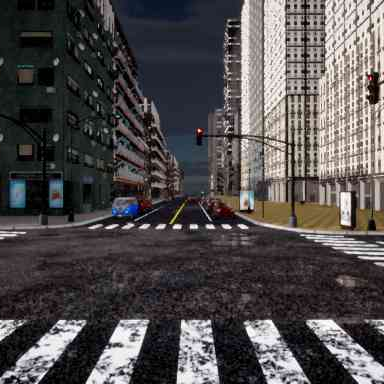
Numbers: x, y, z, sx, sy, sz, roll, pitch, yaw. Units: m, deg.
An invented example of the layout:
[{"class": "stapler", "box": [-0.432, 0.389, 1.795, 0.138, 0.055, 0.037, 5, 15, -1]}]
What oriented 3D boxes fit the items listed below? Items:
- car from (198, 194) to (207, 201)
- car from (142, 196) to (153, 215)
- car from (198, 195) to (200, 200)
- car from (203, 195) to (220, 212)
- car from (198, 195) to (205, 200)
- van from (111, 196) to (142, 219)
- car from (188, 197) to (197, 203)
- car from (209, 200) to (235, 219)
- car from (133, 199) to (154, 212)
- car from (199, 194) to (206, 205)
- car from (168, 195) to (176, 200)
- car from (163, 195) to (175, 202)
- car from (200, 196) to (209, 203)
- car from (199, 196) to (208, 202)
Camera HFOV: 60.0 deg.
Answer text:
[{"class": "car", "box": [2.659, 1.376, 83.725, 2.192, 1.841, 5.009, 0, 0, 0]}, {"class": "car", "box": [-5.698, 1.329, 33.973, 2.192, 1.841, 5.009, 0, 0, 0]}, {"class": "car", "box": [2.665, 1.592, 67.142, 2.008, 1.369, 4.403, 0, 0, 0]}, {"class": "car", "box": [2.679, 1.457, 39.504, 1.967, 1.590, 4.097, 0, 0, 0]}, {"class": "car", "box": [2.651, 1.659, 94.780, 1.802, 1.307, 4.206, 0, 0, 0]}, {"class": "van", "box": [-5.696, 1.352, 28.445, 1.690, 1.788, 3.998, 0, 0, 0]}, {"class": "car", "box": [0.066, 1.645, 69.749, 1.895, 1.301, 4.718, 0, 0, 0]}, {"class": "car", "box": [2.684, 1.592, 28.448, 1.802, 1.307, 4.206, 0, 0, 0]}, {"class": "car", "box": [-5.702, 1.561, 39.501, 1.887, 1.381, 4.507, 0, 0, 0]}, {"class": "car", "box": [2.671, 1.469, 56.086, 1.967, 1.590, 4.097, 0, 0, 0]}, {"class": "car", "box": [-5.729, 1.642, 94.777, 1.947, 1.339, 4.313, 0, 0, 0]}, {"class": "car", "box": [-5.720, 1.494, 78.193, 1.967, 1.590, 4.097, 0, 0, 0]}, {"class": "car", "box": [2.662, 1.592, 72.669, 1.887, 1.381, 4.507, 0, 0, 0]}, {"class": "car", "box": [2.660, 1.636, 78.197, 1.802, 1.307, 4.206, 0, 0, 0]}]
